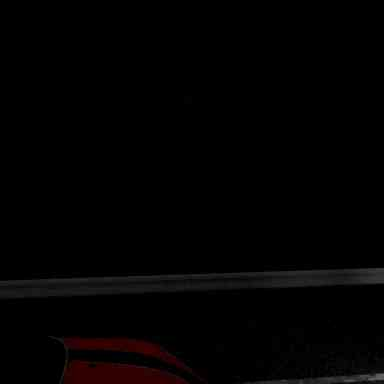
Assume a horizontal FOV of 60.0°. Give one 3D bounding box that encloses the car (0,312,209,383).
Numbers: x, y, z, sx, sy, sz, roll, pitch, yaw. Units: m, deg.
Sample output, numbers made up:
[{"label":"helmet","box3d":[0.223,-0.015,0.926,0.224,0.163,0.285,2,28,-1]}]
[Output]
[{"label":"car","box3d":[-1.880,1.352,1.634,4.553,1.767,2.097,0,0,-6]}]
